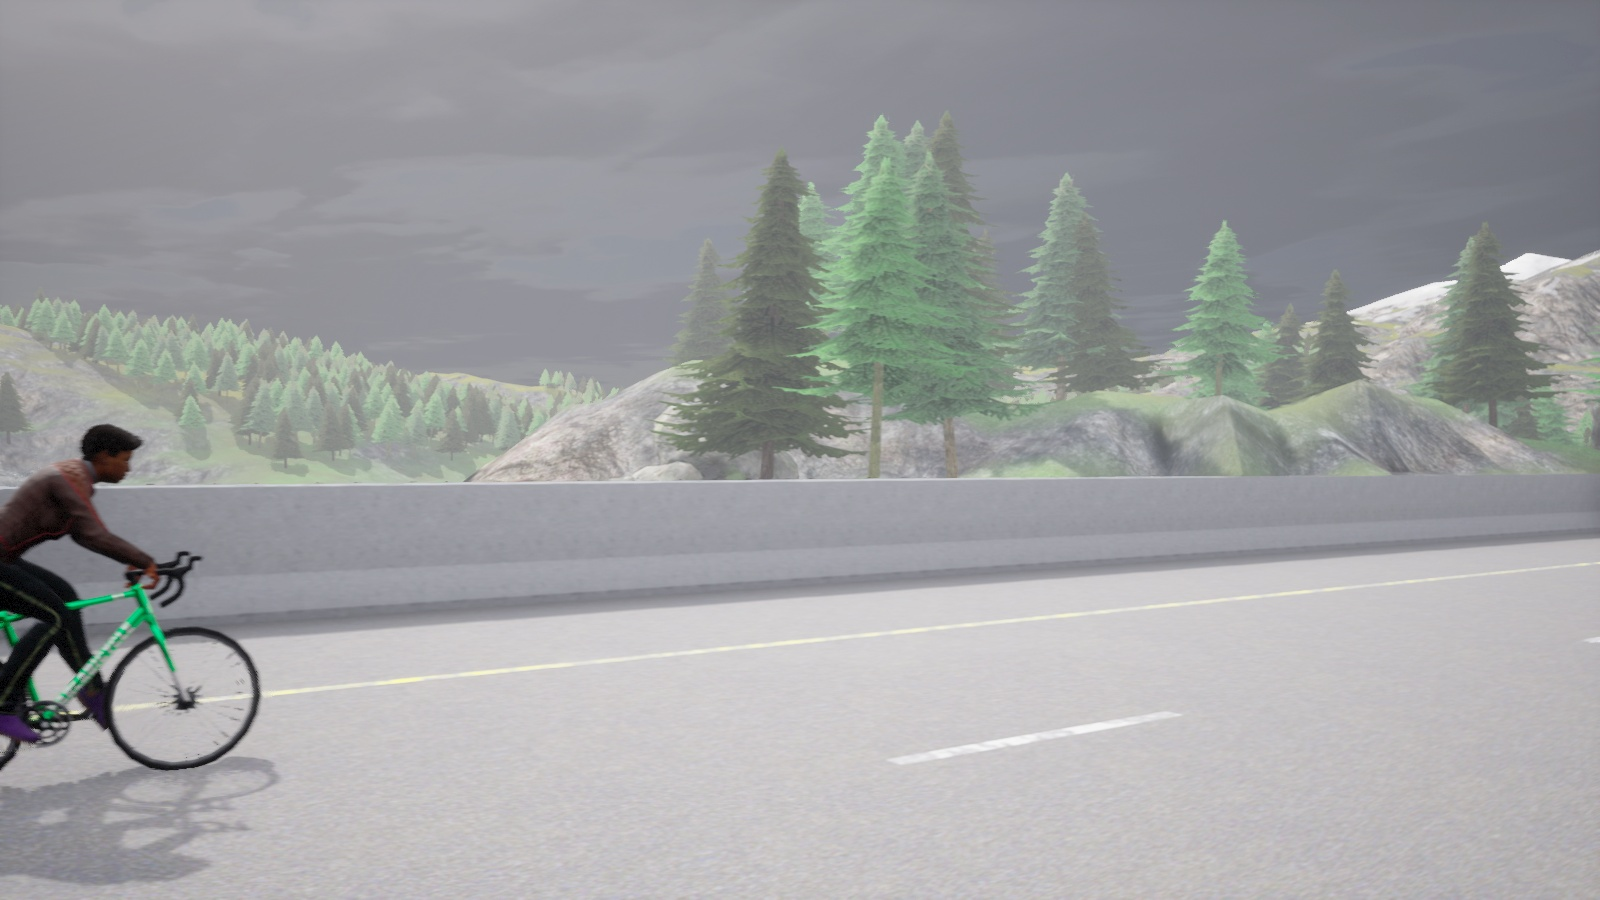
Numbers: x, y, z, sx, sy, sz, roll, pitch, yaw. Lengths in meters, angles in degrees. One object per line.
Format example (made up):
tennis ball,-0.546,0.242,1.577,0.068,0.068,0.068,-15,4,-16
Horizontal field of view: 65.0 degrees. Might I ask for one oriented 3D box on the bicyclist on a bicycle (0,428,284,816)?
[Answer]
bicyclist on a bicycle,-3.268,0.720,5.648,1.656,1.620,0.582,1,-1,-35
